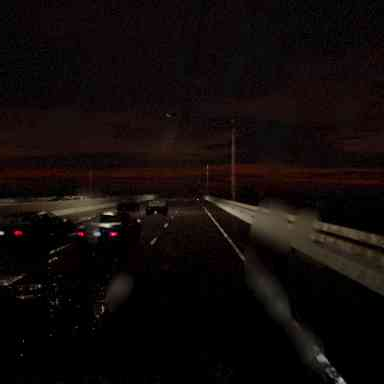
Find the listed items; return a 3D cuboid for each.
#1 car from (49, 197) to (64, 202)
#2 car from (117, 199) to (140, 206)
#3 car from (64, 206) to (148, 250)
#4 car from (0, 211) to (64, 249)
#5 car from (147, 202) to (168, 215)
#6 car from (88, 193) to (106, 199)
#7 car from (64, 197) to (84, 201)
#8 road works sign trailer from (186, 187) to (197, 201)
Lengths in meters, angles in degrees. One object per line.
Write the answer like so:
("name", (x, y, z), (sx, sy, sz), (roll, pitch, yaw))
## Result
("car", (-24.506, 1.543, 61.607), (2.033, 1.411, 5.357), (0, 0, 0))
("car", (-6.901, 1.485, 36.397), (1.882, 1.535, 5.008), (0, 0, 0))
("car", (-3.400, 1.553, 14.391), (2.033, 1.411, 5.357), (0, 0, 0))
("car", (-6.900, 1.553, 14.566), (2.033, 1.411, 5.357), (0, 0, 0))
("car", (-3.400, 1.608, 33.276), (1.895, 1.301, 4.718), (0, 0, 0))
("car", (-17.521, 1.219, 61.809), (2.150, 2.045, 5.566), (0, 0, 1))
("car", (-21.016, 1.599, 60.445), (1.895, 1.301, 4.718), (0, 0, 0))
("road works sign trailer", (-0.002, 0.444, 82.033), (2.380, 3.560, 2.880), (0, 0, 0))
